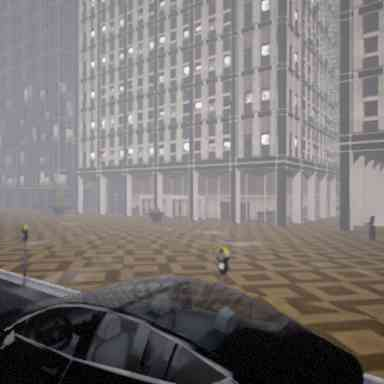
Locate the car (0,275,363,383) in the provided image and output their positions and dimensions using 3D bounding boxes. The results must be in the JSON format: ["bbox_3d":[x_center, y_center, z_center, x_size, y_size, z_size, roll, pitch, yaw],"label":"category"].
[{"bbox_3d":[-0.640,1.557,3.335,4.313,1.339,1.947,0,0,36],"label":"car"}]
